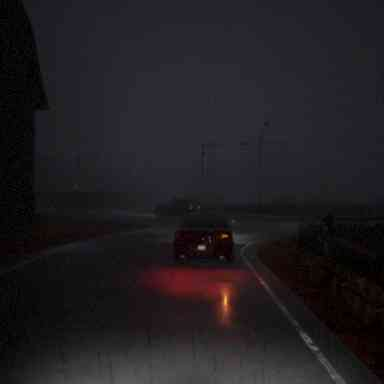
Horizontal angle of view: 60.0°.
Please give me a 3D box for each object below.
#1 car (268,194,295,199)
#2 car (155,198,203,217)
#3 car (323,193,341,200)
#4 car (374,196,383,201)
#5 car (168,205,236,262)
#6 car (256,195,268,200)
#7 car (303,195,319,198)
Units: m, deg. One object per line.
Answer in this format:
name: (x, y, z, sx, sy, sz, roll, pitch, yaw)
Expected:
car: (18.009, 1.261, 65.875, 4.605, 1.855, 1.932, 0, 0, 3)
car: (-1.083, 1.291, 28.371, 4.553, 1.767, 2.097, 0, 0, 42)
car: (31.743, 1.258, 75.409, 3.866, 1.878, 1.905, 0, 0, 3)
car: (30.566, 1.443, 51.231, 4.611, 1.667, 2.242, 0, 0, 3)
car: (0.554, 1.468, 12.200, 1.882, 1.535, 5.008, 0, 0, 6)
car: (18.923, 1.455, 88.337, 3.905, 1.438, 1.784, 0, 0, 3)
car: (31.831, 1.440, 88.903, 4.193, 1.474, 1.816, 0, 0, 3)
